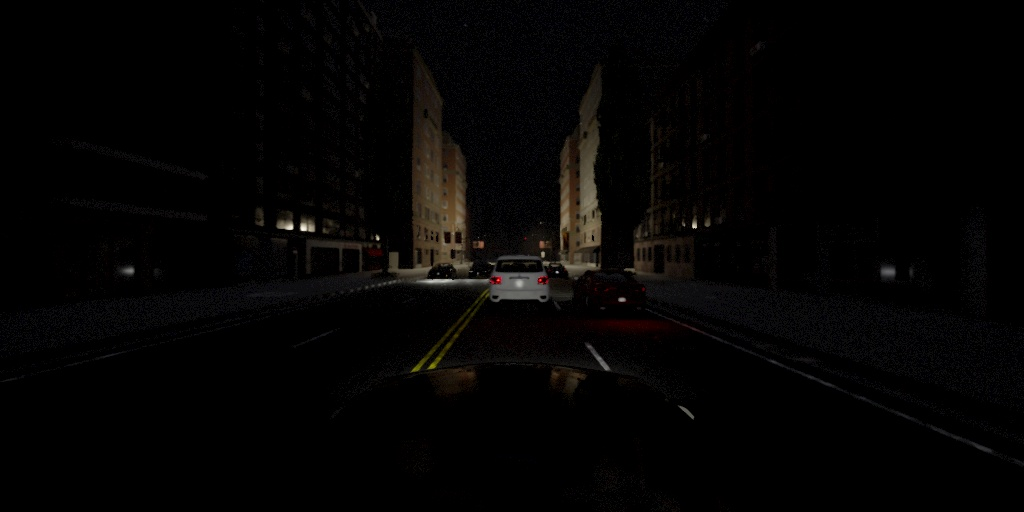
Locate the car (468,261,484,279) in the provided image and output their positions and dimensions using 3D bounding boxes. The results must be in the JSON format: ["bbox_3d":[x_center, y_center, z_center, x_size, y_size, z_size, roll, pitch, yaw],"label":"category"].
[{"bbox_3d":[-2.872,1.254,32.927,1.837,1.490,4.892,0,0,1],"label":"car"}]

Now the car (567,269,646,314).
[{"bbox_3d":[3.528,1.232,13.837,1.882,1.535,5.008,0,0,1],"label":"car"}]

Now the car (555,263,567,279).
[{"bbox_3d":[3.810,1.318,31.929,1.994,1.385,4.181,0,0,1],"label":"car"}]

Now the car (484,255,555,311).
[{"bbox_3d":[0.288,0.973,14.542,2.150,2.045,5.566,0,0,1],"label":"car"}]

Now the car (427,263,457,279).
[{"bbox_3d":[-6.137,1.311,31.967,1.994,1.385,4.181,0,0,1],"label":"car"}]
